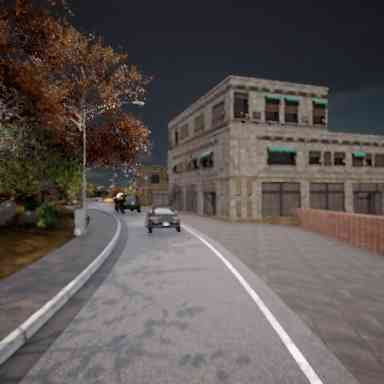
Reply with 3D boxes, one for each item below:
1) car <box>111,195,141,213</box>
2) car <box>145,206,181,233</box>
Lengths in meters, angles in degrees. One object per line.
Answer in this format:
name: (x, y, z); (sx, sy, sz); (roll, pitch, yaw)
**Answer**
car: (-7.491, 1.341, 38.520); (2.150, 2.045, 5.566); (0, 0, -23)
car: (-1.837, 1.560, 20.132); (1.812, 1.442, 4.674); (0, 0, -11)
